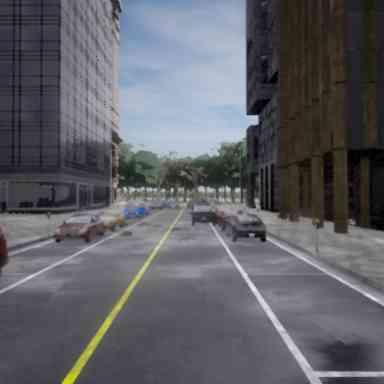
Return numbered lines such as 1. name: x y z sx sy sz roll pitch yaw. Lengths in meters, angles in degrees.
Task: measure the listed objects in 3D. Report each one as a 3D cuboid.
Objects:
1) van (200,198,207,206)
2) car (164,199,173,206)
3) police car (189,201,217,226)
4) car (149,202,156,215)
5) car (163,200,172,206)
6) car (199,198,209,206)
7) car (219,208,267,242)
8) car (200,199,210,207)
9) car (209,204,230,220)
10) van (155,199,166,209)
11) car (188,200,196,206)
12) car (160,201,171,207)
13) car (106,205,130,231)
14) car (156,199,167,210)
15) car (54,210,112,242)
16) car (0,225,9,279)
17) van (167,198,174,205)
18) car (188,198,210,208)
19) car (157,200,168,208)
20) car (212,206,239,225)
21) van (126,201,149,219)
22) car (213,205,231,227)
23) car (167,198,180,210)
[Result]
1. van: 2.767 2.471 82.835 1.690 1.788 3.998 0 -1 0
2. car: -5.758 2.570 82.834 1.967 1.590 4.097 0 -1 0
3. police car: 0.902 1.792 27.278 1.930 1.638 5.238 0 -1 0
4. car: -5.760 2.080 39.336 2.008 1.369 4.403 0 -1 0
5. car: -5.758 2.577 77.226 1.752 1.417 4.829 0 -1 0
6. car: 2.767 2.368 77.398 2.192 1.841 5.009 0 -1 0
7. car: 2.764 1.786 17.587 2.008 1.369 4.403 0 -1 0
8. car: 2.767 2.417 71.959 1.967 1.590 4.097 0 -1 0
9. car: 2.765 1.982 34.069 1.752 1.417 4.829 0 -1 0
10. van: -5.759 2.168 61.087 1.690 1.788 3.998 0 -1 0
11. car: 0.006 2.500 78.350 1.994 1.385 4.181 0 -1 0
12. car: -5.758 2.543 71.958 1.947 1.339 4.313 0 -1 0
13. car: -5.761 1.832 22.855 1.752 1.417 4.829 0 -1 0
14. car: -5.759 2.317 55.647 1.947 1.339 4.313 0 -1 0
15. car: -5.761 1.818 17.587 1.802 1.307 4.206 0 -1 0
16. car: -5.762 1.406 6.717 2.192 1.841 5.009 0 -1 0
17. van: -5.758 2.548 88.273 1.690 1.788 3.998 0 -1 0
18. car: 0.867 1.804 43.197 2.150 2.045 5.566 0 -1 0
19. car: -5.759 2.425 66.352 1.752 1.417 4.829 0 -1 0
20. car: 2.764 1.926 28.461 1.887 1.381 4.507 0 -1 0
21. van: -5.761 1.797 33.902 1.690 1.788 3.998 0 -1 0
22. car: 2.764 1.853 23.024 1.887 1.381 4.507 0 -1 0
23. car: -3.059 2.260 56.871 2.128 1.511 4.902 0 -1 0
